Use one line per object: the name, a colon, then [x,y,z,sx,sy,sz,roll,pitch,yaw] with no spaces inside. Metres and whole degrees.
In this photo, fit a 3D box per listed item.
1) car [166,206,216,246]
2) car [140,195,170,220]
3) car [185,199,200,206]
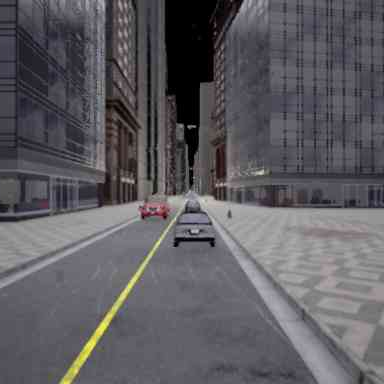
car: [0.101,1.593,15.568,2.033,1.411,5.357,0,0,0]
car: [-3.096,1.292,29.103,2.150,2.045,5.566,0,0,0]
car: [0.100,1.656,44.047,1.994,1.385,4.181,0,0,0]
